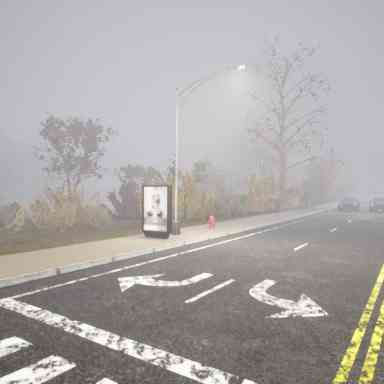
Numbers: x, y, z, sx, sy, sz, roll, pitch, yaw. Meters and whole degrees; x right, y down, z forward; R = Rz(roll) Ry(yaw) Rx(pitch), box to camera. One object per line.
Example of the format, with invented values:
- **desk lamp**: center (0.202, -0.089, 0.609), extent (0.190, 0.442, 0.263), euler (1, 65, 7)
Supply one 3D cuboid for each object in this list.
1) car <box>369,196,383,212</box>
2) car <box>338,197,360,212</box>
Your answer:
- **car**: center (21.539, 1.392, 38.046), extent (2.097, 1.767, 4.553), euler (0, 0, 31)
- **car**: center (18.739, 1.389, 39.696), extent (2.097, 1.767, 4.553), euler (0, 0, 31)
